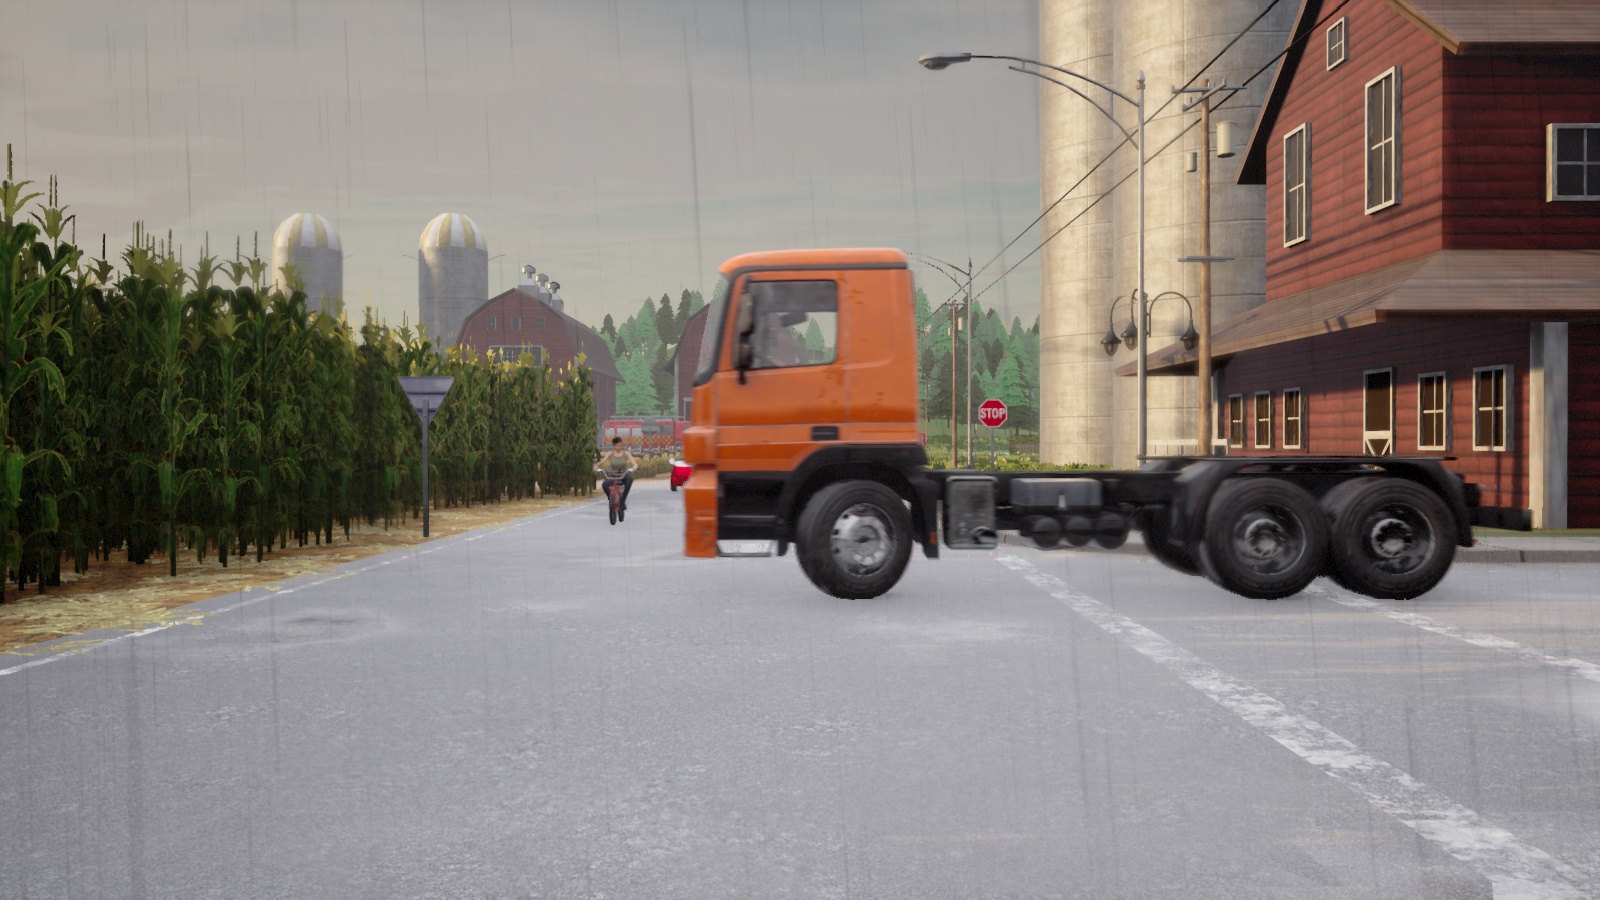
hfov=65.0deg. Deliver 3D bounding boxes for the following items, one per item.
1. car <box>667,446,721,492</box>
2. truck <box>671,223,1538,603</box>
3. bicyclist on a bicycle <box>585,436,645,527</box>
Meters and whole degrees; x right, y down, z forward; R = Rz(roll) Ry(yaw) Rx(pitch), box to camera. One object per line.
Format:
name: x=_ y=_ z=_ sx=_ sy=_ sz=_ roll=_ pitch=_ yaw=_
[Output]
car: x=-3.266 y=0.577 z=39.006 sx=1.481 sy=1.376 sz=2.207 roll=0 pitch=0 yaw=0
truck: x=2.807 y=-0.326 z=13.018 sx=7.936 sy=3.462 sz=2.891 roll=0 pitch=0 yaw=2
bicyclist on a bicycle: x=-3.358 y=0.550 z=22.962 sx=0.866 sy=1.612 sz=1.509 roll=0 pitch=0 yaw=0
